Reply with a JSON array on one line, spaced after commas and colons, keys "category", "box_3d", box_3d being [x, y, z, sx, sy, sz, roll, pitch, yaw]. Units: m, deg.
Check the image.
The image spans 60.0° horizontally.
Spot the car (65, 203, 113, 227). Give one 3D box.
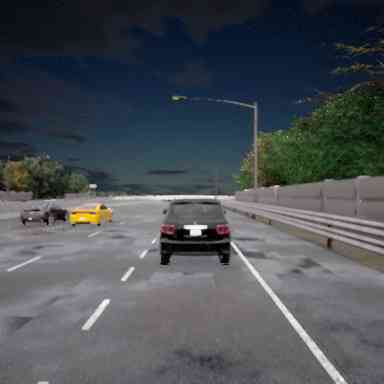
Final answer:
[{"category": "car", "box_3d": [-6.896, 1.533, 23.380, 1.882, 1.535, 5.008, 0, 0, 0]}]

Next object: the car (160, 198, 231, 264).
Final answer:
[{"category": "car", "box_3d": [0.102, 1.221, 11.950, 2.150, 2.045, 5.566, 0, 0, 0]}]

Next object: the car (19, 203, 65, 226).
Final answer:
[{"category": "car", "box_3d": [-10.396, 1.550, 23.822, 2.128, 1.511, 4.902, 0, 0, 0]}]

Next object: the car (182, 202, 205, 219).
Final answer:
[{"category": "car", "box_3d": [0.106, 1.685, 30.891, 1.994, 1.385, 4.181, 0, -1, 0]}]
